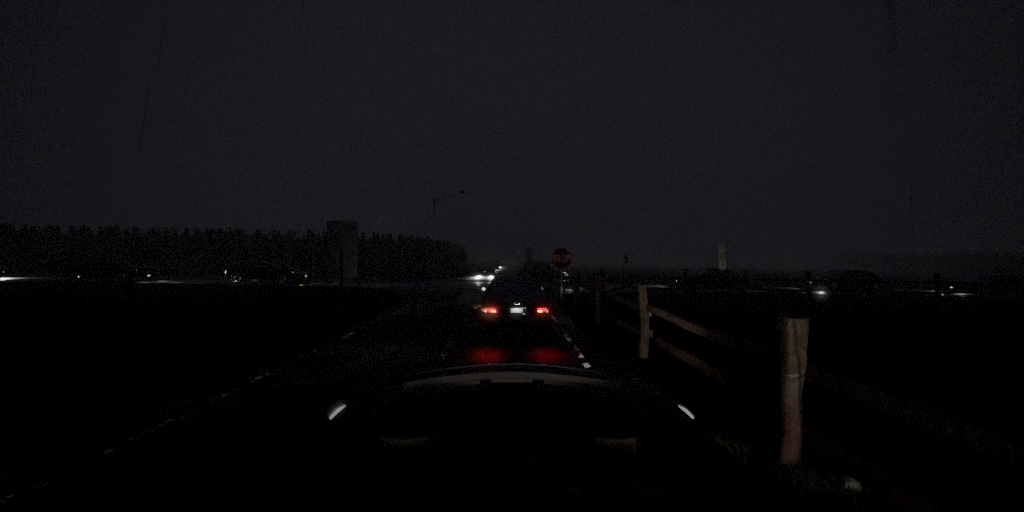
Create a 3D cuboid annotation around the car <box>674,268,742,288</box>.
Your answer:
[{"bbox_3d":[14.378,1.576,26.261,4.674,1.442,1.812,1,-1,0],"label":"car"}]

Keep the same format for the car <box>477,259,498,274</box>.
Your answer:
[{"bbox_3d":[-2.928,1.357,40.571,1.895,1.301,4.718,0,0,0],"label":"car"}]

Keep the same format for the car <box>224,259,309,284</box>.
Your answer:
[{"bbox_3d":[-15.702,0.978,23.125,4.902,1.511,2.128,1,-1,1],"label":"car"}]

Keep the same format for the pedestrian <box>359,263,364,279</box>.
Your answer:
[{"bbox_3d":[-12.229,1.171,29.155,0.375,1.300,0.375,0,-2,0],"label":"pedestrian"}]

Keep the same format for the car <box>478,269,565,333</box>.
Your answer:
[{"bbox_3d":[0.045,1.299,10.762,2.033,1.411,5.357,0,0,-1],"label":"car"}]

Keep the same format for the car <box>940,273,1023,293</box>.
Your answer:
[{"bbox_3d":[34.956,1.968,26.360,5.357,1.411,2.033,1,-1,0],"label":"car"}]

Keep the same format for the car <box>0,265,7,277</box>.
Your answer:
[{"bbox_3d":[-35.632,0.699,23.070,4.181,1.385,1.994,1,-1,0],"label":"car"}]

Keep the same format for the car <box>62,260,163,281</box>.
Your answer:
[{"bbox_3d":[-25.611,0.912,23.113,4.718,1.301,1.895,1,-1,0],"label":"car"}]

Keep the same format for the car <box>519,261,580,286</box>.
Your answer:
[{"bbox_3d":[2.567,1.184,25.467,4.553,1.767,2.097,1,-1,39],"label":"car"}]

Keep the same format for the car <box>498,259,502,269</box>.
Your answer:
[{"bbox_3d":[-2.942,1.307,54.905,2.033,1.411,5.357,0,0,0],"label":"car"}]

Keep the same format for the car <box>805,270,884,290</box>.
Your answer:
[{"bbox_3d":[24.323,1.734,26.314,4.892,1.490,1.837,1,-1,0],"label":"car"}]
